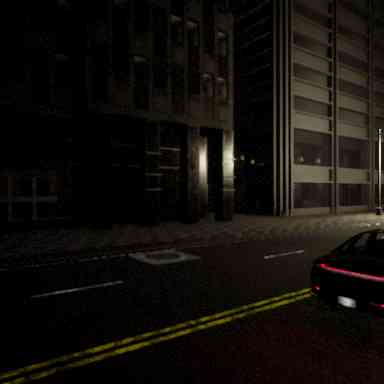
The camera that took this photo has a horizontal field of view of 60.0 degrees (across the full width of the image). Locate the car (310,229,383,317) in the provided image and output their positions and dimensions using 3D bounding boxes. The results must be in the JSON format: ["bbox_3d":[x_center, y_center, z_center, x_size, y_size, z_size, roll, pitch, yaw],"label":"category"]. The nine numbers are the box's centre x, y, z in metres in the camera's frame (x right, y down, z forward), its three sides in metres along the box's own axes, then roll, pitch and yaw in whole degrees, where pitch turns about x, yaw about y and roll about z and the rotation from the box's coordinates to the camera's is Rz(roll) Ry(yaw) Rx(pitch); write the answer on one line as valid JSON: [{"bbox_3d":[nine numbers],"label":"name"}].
[{"bbox_3d":[4.367,1.481,6.555,4.902,1.511,2.128,0,0,-36],"label":"car"}]
